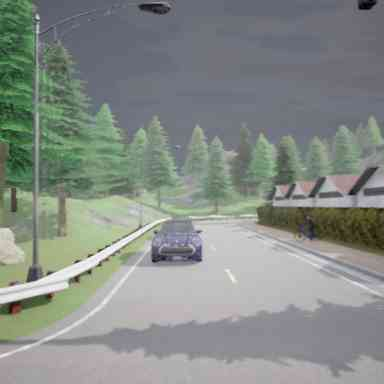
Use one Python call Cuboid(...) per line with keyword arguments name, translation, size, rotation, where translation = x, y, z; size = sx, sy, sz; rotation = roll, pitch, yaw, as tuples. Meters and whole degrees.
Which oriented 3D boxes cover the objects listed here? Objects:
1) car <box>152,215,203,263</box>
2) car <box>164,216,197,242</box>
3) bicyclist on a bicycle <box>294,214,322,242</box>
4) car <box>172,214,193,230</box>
Cuboid(name="car", translation=(-0.632, 2.094, 15.271), size=(2.097, 1.767, 4.553), rotation=(-1, -2, -1))
Cuboid(name="car", translation=(-0.806, 2.601, 24.341), size=(2.128, 1.511, 4.902), rotation=(-1, -2, -1))
Cuboid(name="bicyclist on a bicycle", translation=(6.765, 2.112, 19.439), size=(1.656, 1.620, 0.582), rotation=(-1, -2, -1))
Cuboid(name="car", translation=(-0.891, 3.079, 34.408), size=(1.994, 1.385, 4.181), rotation=(-1, -2, 0))
